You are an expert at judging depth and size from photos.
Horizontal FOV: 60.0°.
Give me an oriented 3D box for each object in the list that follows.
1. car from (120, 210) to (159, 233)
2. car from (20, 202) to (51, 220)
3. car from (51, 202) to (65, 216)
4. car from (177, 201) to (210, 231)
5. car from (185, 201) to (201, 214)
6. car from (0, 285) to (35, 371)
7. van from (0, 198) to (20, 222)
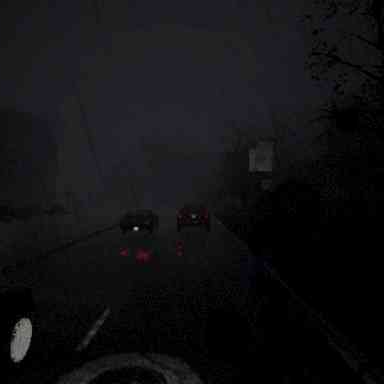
[{"bbox_3d":[-3.153,1.784,20.938,1.895,1.301,4.718,0,0,0],"label":"car"},{"bbox_3d":[-15.573,1.764,31.174,2.163,1.488,4.792,0,-1,0],"label":"car"},{"bbox_3d":[-15.604,1.823,36.670,2.002,1.452,4.674,-2,-1,0],"label":"car"},{"bbox_3d":[0.094,1.548,22.479,2.097,1.767,4.553,0,-1,0],"label":"car"},{"bbox_3d":[0.201,1.863,41.323,1.837,1.490,4.892,0,0,2],"label":"car"},{"bbox_3d":[-3.151,1.503,2.741,1.882,1.535,5.008,0,0,0],"label":"car"},{"bbox_3d":[-15.556,1.458,25.565,1.878,1.987,4.442,0,-1,0],"label":"van"}]
